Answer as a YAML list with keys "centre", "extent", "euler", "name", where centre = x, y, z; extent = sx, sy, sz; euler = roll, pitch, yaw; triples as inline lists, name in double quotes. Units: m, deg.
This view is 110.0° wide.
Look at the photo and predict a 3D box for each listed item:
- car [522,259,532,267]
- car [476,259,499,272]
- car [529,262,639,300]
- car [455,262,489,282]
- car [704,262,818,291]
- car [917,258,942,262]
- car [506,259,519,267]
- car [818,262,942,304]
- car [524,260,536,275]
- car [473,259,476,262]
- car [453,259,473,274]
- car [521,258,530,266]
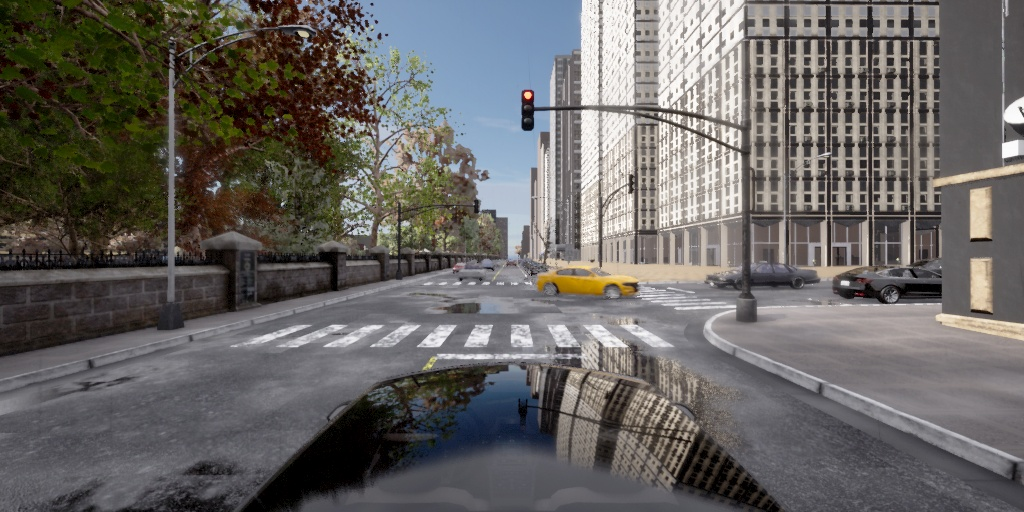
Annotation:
- centre: [2.560, 1.335, 41.716]
  extent: [1.948, 1.339, 4.313]
  euler: [0, 0, 0]
  name: "car"
- centre: [-3.246, 1.321, 47.798]
  extent: [2.033, 1.411, 5.357]
  euler: [0, 0, 0]
  name: "car"
- centre: [3.599, 1.211, 17.619]
  extent: [5.008, 1.535, 1.882]
  euler: [-1, 1, 33]
  name: "car"
- centre: [-3.189, 1.361, 29.371]
  extent: [1.895, 1.301, 4.718]
  euler: [0, 0, 0]
  name: "car"
- centre: [13.391, 1.054, 19.310]
  extent: [5.357, 1.411, 2.033]
  euler: [-1, 0, -1]
  name: "car"
- centre: [23.229, 0.844, 19.406]
  extent: [4.892, 1.490, 1.837]
  euler: [-1, 0, -1]
  name: "car"
- centre: [-0.103, 1.320, 65.347]
  extent: [1.812, 1.442, 4.674]
  euler: [0, 0, 0]
  name: "car"
- centre: [14.647, 1.026, 13.540]
  extent: [4.313, 1.339, 1.948]
  euler: [0, 0, 0]
  name: "car"
- centre: [2.578, 1.331, 36.083]
  extent: [1.948, 1.339, 4.313]
  euler: [0, 0, 0]
  name: "car"
- centre: [-5.856, 1.219, 52.953]
  extent: [1.967, 1.591, 4.097]
  euler: [0, 0, 0]
  name: "car"
- centre: [-5.820, 1.351, 41.688]
  extent: [1.802, 1.307, 4.207]
  euler: [0, 0, 0]
  name: "car"
- centre: [2.542, 1.339, 47.348]
  extent: [1.948, 1.339, 4.313]
  euler: [0, 0, 0]
  name: "car"
